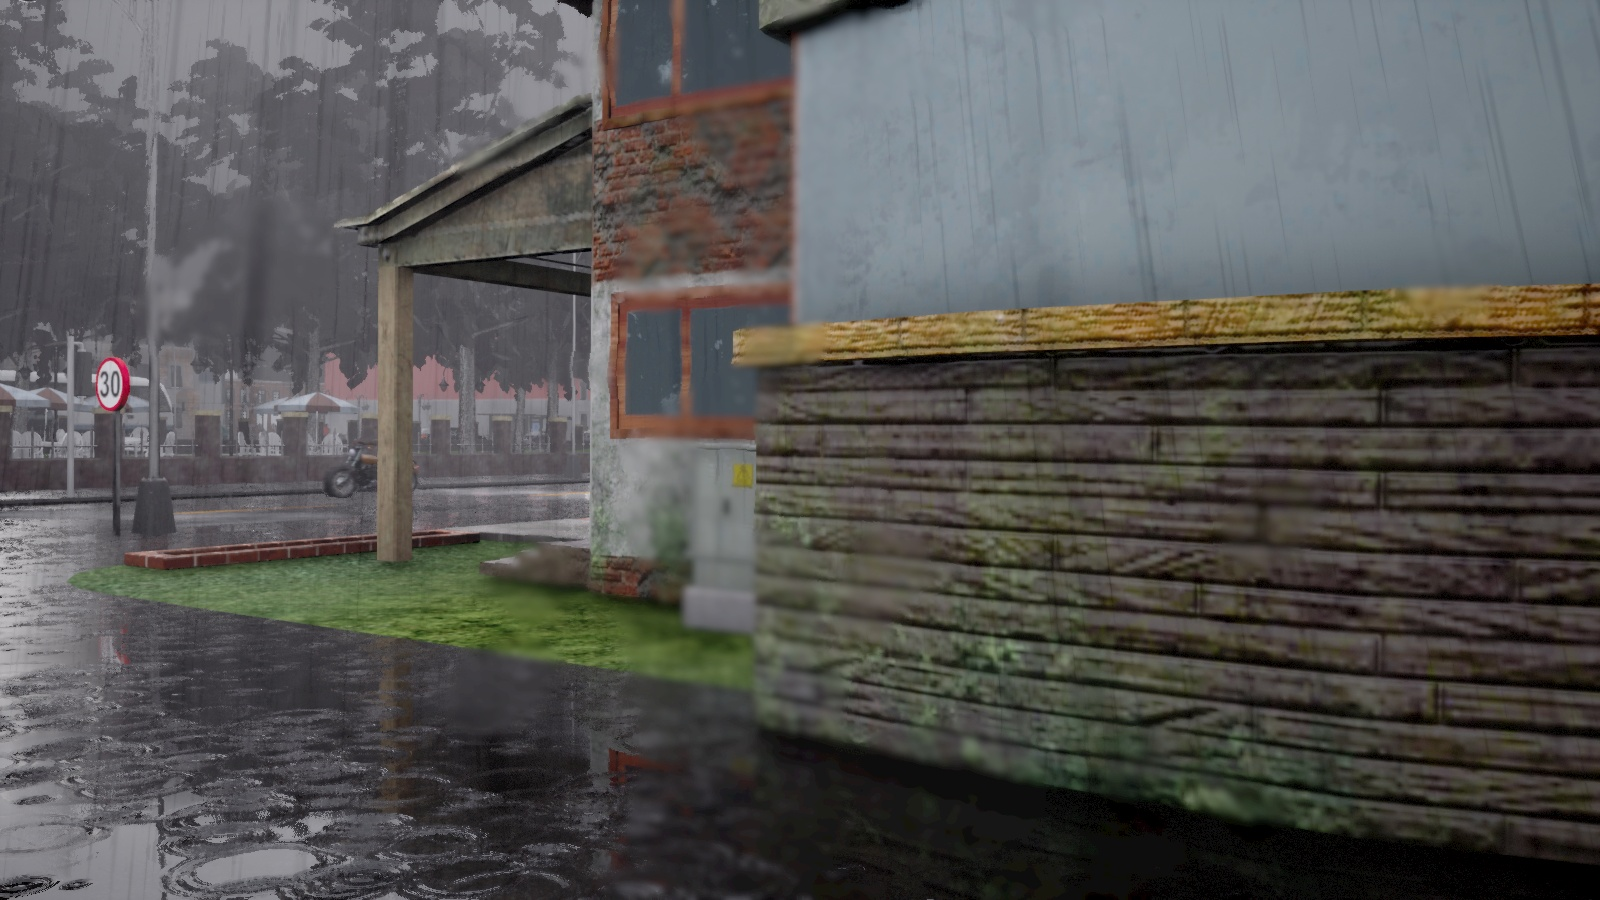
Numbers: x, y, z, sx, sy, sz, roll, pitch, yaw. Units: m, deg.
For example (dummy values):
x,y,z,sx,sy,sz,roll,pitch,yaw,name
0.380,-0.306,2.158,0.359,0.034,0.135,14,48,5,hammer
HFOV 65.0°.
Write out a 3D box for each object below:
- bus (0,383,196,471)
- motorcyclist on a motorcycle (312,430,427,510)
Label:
x,y,z,sx,sy,sz,roll,pitch,yaw,name
-37.808,-1.205,66.070,3.944,4.253,10.273,0,1,33,bus
-9.274,0.395,27.154,0.766,1.649,2.350,0,1,33,motorcyclist on a motorcycle
